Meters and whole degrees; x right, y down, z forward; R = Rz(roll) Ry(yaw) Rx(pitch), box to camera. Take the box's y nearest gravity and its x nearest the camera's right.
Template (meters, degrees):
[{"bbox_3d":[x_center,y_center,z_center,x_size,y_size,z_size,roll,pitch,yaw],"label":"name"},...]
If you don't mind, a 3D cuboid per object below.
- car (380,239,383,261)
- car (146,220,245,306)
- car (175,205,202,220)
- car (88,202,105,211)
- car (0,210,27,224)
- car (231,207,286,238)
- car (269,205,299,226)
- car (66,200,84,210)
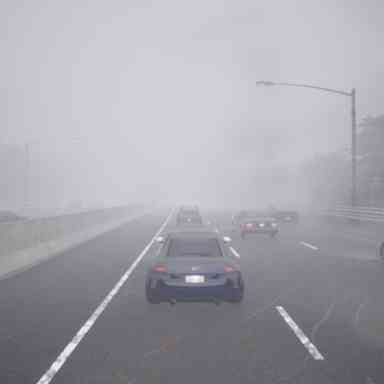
[{"bbox_3d":[7.029,1.575,8.911,1.812,1.442,4.674,0,0,0],"label":"car"},{"bbox_3d":[0.037,1.608,8.214,1.994,1.385,4.181,0,0,-1],"label":"car"},{"bbox_3d":[-0.245,1.749,25.054,2.128,1.511,4.902,0,-1,-1],"label":"car"},{"bbox_3d":[-15.392,2.288,54.003,2.033,1.411,5.357,0,-1,-3],"label":"car"},{"bbox_3d":[-10.792,1.703,17.913,2.033,1.411,5.357,0,-1,-1],"label":"car"},{"bbox_3d":[3.391,1.713,18.818,2.033,1.411,5.357,0,-1,-1],"label":"car"},{"bbox_3d":[6.733,1.747,26.052,1.882,1.535,5.008,0,-1,-2],"label":"car"},{"bbox_3d":[-18.888,2.024,53.836,1.837,1.490,4.892,0,-1,-3],"label":"car"}]
